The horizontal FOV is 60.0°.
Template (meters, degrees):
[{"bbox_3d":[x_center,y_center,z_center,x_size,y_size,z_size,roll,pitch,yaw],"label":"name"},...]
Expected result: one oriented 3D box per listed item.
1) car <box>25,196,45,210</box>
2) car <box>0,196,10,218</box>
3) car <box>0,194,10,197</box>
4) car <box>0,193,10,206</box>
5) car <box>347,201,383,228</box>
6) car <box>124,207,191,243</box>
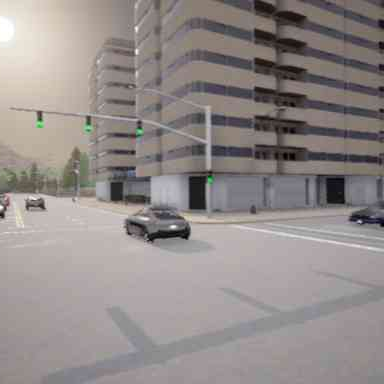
[{"bbox_3d":[-18.072,1.192,38.284,2.128,1.511,4.902,-1,1,-28],"label":"car"},{"bbox_3d":[-16.165,1.360,27.041,2.033,1.411,5.357,-1,1,-28],"label":"car"},{"bbox_3d":[-20.630,1.278,35.316,1.812,1.442,4.674,-1,1,-28],"label":"car"},{"bbox_3d":[-26.739,1.023,46.662,2.097,1.767,4.553,-1,1,-28],"label":"car"},{"bbox_3d":[11.772,1.236,19.631,5.357,1.411,2.033,-1,1,-24],"label":"car"},{"bbox_3d":[-1.737,1.399,15.457,1.994,1.385,4.181,-1,1,-28],"label":"car"}]
